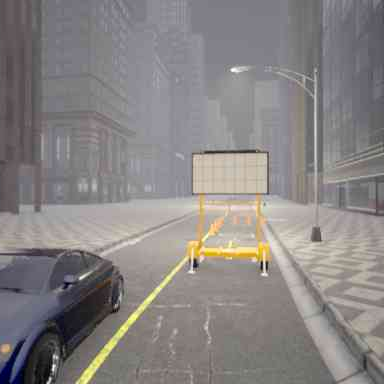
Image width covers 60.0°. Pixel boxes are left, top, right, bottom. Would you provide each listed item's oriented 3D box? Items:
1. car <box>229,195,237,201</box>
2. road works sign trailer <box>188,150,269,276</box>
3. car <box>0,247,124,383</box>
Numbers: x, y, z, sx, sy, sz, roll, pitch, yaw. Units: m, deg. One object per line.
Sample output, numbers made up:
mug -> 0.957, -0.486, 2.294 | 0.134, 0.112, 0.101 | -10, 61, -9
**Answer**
car -> 11.020, 1.575, 89.612 | 1.812, 1.442, 4.674 | 0, 0, 9
road works sign trailer -> 1.198, 0.486, 10.553 | 2.380, 3.560, 2.880 | 0, 0, 9
car -> -2.466, 1.577, 4.977 | 1.994, 1.385, 4.181 | 0, 0, 5
